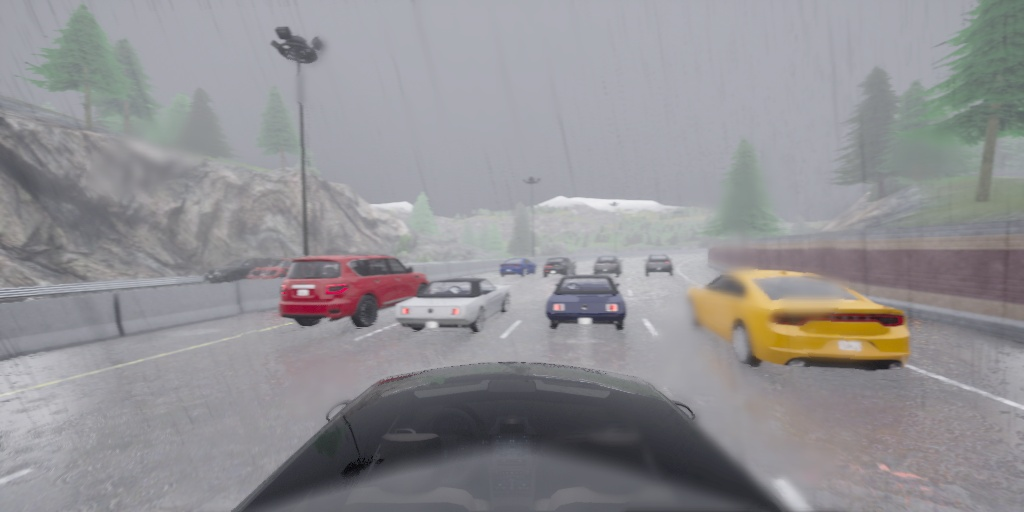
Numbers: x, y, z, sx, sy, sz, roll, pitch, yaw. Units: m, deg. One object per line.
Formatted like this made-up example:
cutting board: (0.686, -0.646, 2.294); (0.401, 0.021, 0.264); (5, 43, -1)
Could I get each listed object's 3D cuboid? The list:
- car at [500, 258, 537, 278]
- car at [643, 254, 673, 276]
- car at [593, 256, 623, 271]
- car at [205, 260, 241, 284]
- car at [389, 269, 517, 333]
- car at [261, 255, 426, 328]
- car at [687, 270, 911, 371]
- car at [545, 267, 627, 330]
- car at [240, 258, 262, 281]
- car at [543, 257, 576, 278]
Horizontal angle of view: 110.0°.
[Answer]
car: (0.601, 0.870, 29.160); (1.882, 1.535, 5.008); (-1, 1, 20)
car: (10.940, 0.624, 26.831); (2.128, 1.511, 4.902); (-1, 1, 21)
car: (7.295, 0.722, 27.110); (2.128, 1.511, 4.902); (-1, 1, 20)
car: (-21.705, 1.235, 29.529); (2.150, 2.045, 5.566); (-1, 0, 18)
car: (-1.386, 1.280, 10.553); (1.895, 1.301, 4.718); (-1, 1, 13)
car: (-4.705, 0.978, 11.729); (2.150, 2.045, 5.566); (-2, 1, 13)
car: (5.058, 1.018, 7.240); (1.882, 1.535, 5.008); (-2, 1, 12)
car: (2.191, 1.181, 10.479); (1.895, 1.301, 4.718); (-1, 1, 13)
car: (-15.603, 1.111, 25.646); (2.150, 2.045, 5.566); (-1, 1, 17)
car: (3.703, 0.832, 27.472); (1.837, 1.490, 4.892); (-1, 1, 20)
